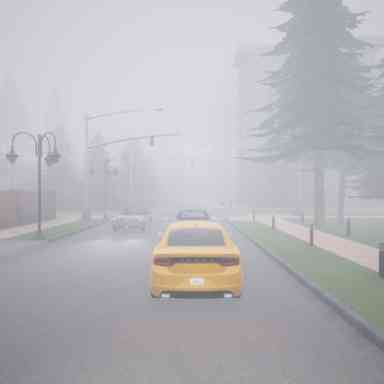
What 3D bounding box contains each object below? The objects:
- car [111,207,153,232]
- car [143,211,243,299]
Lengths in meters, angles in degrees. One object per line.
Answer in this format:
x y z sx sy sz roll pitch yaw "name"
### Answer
-3.566 1.608 20.446 1.895 1.301 4.718 0 0 0 "car"
0.084 1.478 8.529 1.882 1.535 5.008 0 0 0 "car"
